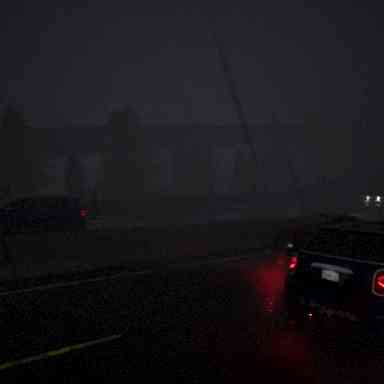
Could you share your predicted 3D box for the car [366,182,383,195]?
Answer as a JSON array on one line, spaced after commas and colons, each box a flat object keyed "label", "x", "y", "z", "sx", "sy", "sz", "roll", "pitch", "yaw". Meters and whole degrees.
[{"label": "car", "x": 24.631, "y": -0.569, "z": 43.029, "sx": 5.357, "sy": 1.411, "sz": 2.033, "roll": -9, "pitch": 5, "yaw": -35}]

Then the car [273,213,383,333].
[{"label": "car", "x": 3.948, "y": 1.358, "z": 6.564, "sx": 4.553, "sy": 1.767, "sz": 2.097, "roll": 0, "pitch": 0, "yaw": -36}]

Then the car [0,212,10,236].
[{"label": "car", "x": -8.512, "y": 1.563, "z": 10.817, "sx": 4.181, "sy": 1.385, "sz": 1.994, "roll": 0, "pitch": 0, "yaw": -35}]

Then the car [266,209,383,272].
[{"label": "car", "x": 5.009, "y": 1.487, "z": 11.619, "sx": 5.008, "sy": 1.535, "sz": 1.882, "roll": 0, "pitch": 0, "yaw": -35}]

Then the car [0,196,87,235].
[{"label": "car", "x": -7.815, "y": 1.224, "z": 15.615, "sx": 5.566, "sy": 2.045, "sz": 2.150, "roll": 0, "pitch": 0, "yaw": -35}]
